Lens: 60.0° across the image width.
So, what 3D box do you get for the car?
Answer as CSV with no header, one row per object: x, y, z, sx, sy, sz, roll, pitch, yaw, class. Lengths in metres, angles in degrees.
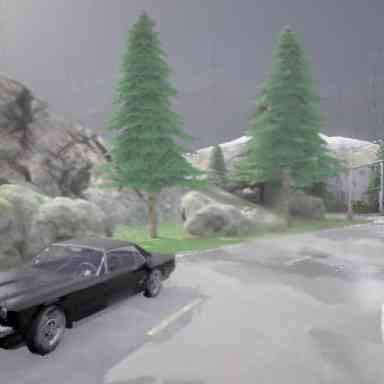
-2.159,1.648,6.450,1.895,1.301,4.718,1,-1,24,car
